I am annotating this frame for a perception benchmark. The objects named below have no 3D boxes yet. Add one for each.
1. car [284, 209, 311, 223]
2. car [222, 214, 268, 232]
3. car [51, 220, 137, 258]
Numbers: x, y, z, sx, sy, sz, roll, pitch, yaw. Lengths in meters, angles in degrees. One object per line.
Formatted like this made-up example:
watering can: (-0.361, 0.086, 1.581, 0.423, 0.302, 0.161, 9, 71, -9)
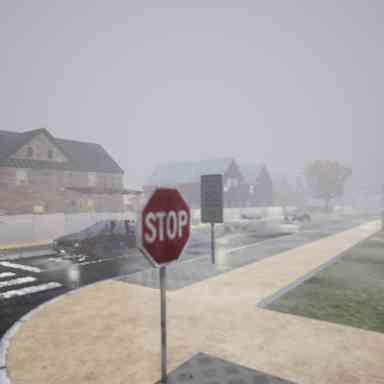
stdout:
car: (11.764, 2.610, 36.935, 2.128, 1.511, 4.902, -1, -2, 35)
car: (4.230, 2.383, 26.285, 1.895, 1.301, 4.718, -1, -2, 35)
car: (-3.556, 1.997, 15.213, 2.033, 1.411, 5.357, -1, -2, 34)
